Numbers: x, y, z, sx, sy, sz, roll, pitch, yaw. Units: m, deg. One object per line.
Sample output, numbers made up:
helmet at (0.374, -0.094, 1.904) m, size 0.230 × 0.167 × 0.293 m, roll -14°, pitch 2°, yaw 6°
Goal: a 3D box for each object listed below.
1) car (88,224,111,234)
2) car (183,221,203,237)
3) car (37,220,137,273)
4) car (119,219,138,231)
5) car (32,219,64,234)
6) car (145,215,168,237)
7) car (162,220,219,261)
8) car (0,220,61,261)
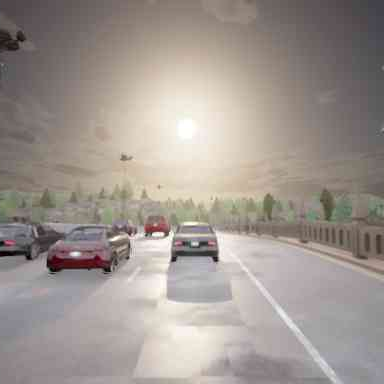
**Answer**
car at (-14.050, 5.589, 50.832) m, size 2.033 × 1.411 × 5.357 m, roll 0°, pitch -6°, yaw 1°
car at (0.106, 3.787, 34.297) m, size 1.837 × 1.490 × 4.892 m, roll 0°, pitch -6°, yaw 0°
car at (-3.398, 1.879, 11.709) m, size 1.994 × 1.385 × 4.181 m, roll 0°, pitch -3°, yaw 0°
car at (-6.894, 3.602, 34.005) m, size 2.097 × 1.767 × 4.553 m, roll 0°, pitch -6°, yaw 0°
car at (-21.064, 5.067, 48.999) m, size 2.150 × 2.045 × 5.566 m, roll 0°, pitch -6°, yaw 0°
car at (-3.394, 3.417, 33.501) m, size 2.150 × 2.045 × 5.566 m, roll 0°, pitch -6°, yaw 0°
car at (0.102, 1.983, 13.972) m, size 2.033 × 1.411 × 5.357 m, roll 0°, pitch -3°, yaw 0°
car at (-6.898, 1.986, 14.019) m, size 2.033 × 1.411 × 5.357 m, roll 0°, pitch -3°, yaw 0°
